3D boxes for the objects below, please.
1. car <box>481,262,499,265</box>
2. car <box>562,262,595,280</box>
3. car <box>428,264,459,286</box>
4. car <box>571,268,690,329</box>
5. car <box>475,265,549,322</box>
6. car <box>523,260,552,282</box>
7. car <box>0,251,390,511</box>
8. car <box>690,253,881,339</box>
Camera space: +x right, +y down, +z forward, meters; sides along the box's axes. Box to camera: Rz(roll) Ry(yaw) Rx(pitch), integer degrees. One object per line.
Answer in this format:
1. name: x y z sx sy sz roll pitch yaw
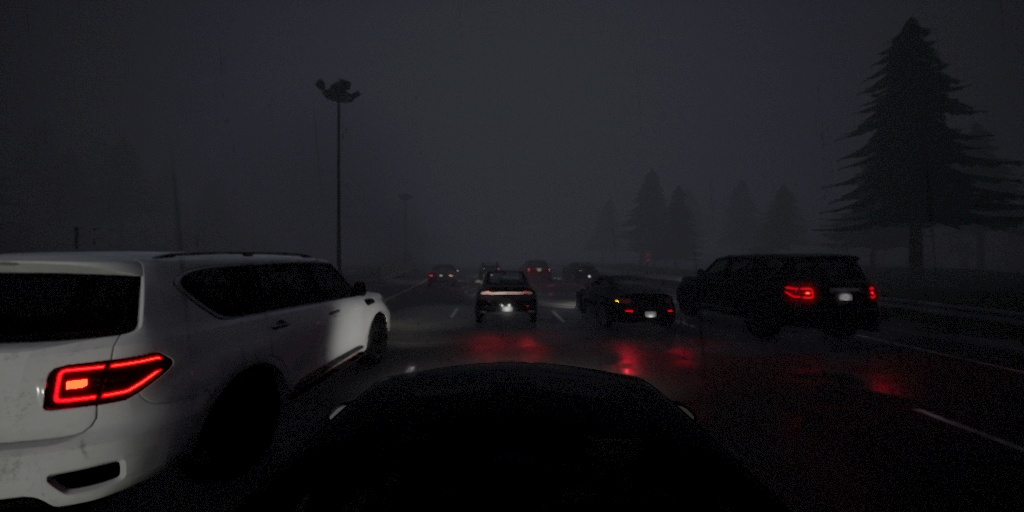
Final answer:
1. car: -1.876 1.225 29.856 2.128 1.511 4.902 0 0 -7
2. car: 5.347 1.230 28.588 1.837 1.490 4.892 0 0 -7
3. car: -4.755 1.288 25.069 2.033 1.411 5.357 0 0 -7
4. car: 3.319 1.265 11.129 1.812 1.442 4.674 0 0 -2
5. car: -0.240 1.235 12.216 2.128 1.511 4.902 0 0 -3
6. car: 1.771 1.081 28.930 2.097 1.767 4.553 0 0 -7
7. car: -3.477 0.974 4.813 2.150 2.045 5.566 0 0 -1
8. car: 6.879 0.956 10.171 2.150 2.045 5.566 0 0 -2
